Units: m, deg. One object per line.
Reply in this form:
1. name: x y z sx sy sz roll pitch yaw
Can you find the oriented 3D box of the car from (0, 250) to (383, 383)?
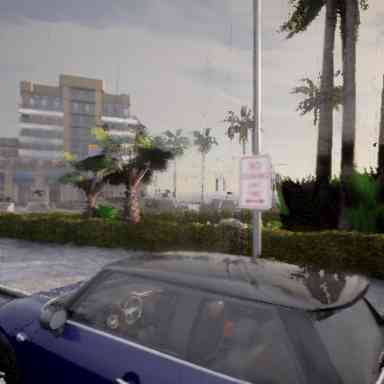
1. car: -0.273 1.412 3.403 4.553 1.767 2.097 0 -1 37
